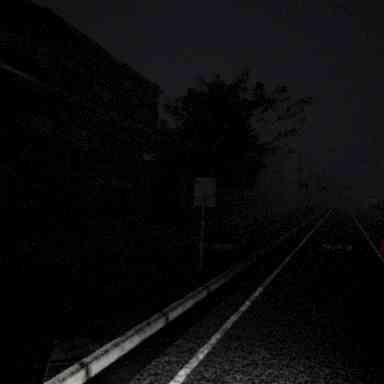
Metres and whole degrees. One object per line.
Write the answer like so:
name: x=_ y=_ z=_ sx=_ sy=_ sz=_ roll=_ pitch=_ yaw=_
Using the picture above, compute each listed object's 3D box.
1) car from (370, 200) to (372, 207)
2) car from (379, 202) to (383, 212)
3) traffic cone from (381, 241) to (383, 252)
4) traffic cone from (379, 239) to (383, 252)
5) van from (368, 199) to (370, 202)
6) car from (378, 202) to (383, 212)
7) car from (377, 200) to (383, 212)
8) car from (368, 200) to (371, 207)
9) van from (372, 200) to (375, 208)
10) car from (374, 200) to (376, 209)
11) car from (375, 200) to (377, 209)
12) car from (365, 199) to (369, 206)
car: x=41.192 y=3.090 z=70.394 sx=5.008 sy=1.535 sz=2.097 roll=2 pitch=0 yaw=24
car: x=36.590 y=2.819 z=60.172 sx=4.553 sy=1.767 sz=2.185 roll=2 pitch=0 yaw=24
traffic cone: x=7.650 y=2.319 z=12.896 sx=0.340 sy=0.580 sz=0.340 roll=2 pitch=0 yaw=24
traffic cone: x=8.469 y=2.359 z=14.720 sx=0.340 sy=0.580 sz=0.340 roll=2 pitch=0 yaw=24
van: x=44.534 y=2.970 z=78.115 sx=4.442 sy=1.987 sz=1.878 roll=2 pitch=0 yaw=24
car: x=37.736 y=2.855 z=62.730 sx=4.553 sy=1.767 sz=2.185 roll=2 pitch=0 yaw=24
car: x=34.306 y=2.621 z=55.054 sx=5.566 sy=2.045 sz=2.435 roll=2 pitch=0 yaw=24
car: x=43.460 y=3.191 z=75.521 sx=4.792 sy=1.488 sz=2.163 roll=2 pitch=0 yaw=24
van: x=39.952 y=2.825 z=67.882 sx=4.442 sy=1.987 sz=1.878 roll=2 pitch=0 yaw=24
car: x=38.938 y=2.893 z=65.263 sx=4.553 sy=1.767 sz=2.185 roll=2 pitch=0 yaw=24
car: x=35.452 y=2.657 z=57.612 sx=5.566 sy=2.045 sz=2.435 roll=2 pitch=0 yaw=24
car: x=47.093 y=3.274 z=83.108 sx=5.366 sy=1.575 sz=1.946 roll=2 pitch=0 yaw=24
